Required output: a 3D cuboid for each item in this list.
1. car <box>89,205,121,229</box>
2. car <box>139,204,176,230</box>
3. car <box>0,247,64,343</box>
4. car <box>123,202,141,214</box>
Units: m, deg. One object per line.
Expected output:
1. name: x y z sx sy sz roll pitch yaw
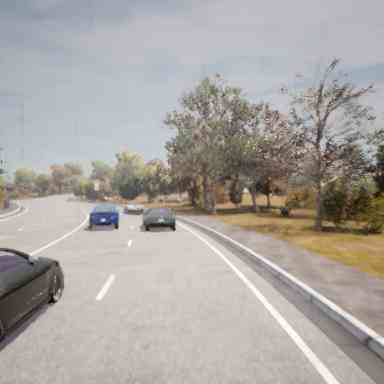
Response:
1. car: -6.044 1.624 23.225 1.882 1.535 5.008 0 0 -11
2. car: -2.261 1.694 22.110 1.994 1.385 4.181 0 0 -11
3. car: -3.715 1.609 5.624 1.994 1.385 4.181 0 0 -3
4. car: -7.026 1.842 39.711 1.895 1.301 4.718 0 0 -19
